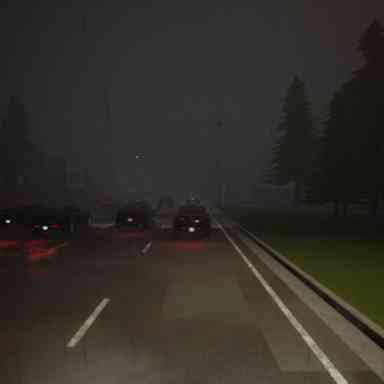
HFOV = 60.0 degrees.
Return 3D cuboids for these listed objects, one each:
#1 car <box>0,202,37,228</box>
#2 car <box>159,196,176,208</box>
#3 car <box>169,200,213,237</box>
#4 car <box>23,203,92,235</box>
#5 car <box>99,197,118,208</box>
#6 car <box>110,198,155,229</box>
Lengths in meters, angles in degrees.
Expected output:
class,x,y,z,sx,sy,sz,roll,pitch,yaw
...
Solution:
class,x,y,z,sx,sy,sz,roll,pitch,yaw
car,-10.414,1.392,21.339,1.837,1.490,4.892,0,1,0
car,-3.281,1.260,43.646,1.837,1.490,4.892,0,1,0
car,0.005,1.407,17.184,1.837,1.490,4.892,0,0,1
car,-6.912,1.408,18.085,1.837,1.490,4.892,0,1,0
car,-10.288,1.314,42.450,2.033,1.411,5.357,0,0,0
car,-3.415,1.362,20.774,1.882,1.535,5.008,0,1,0
